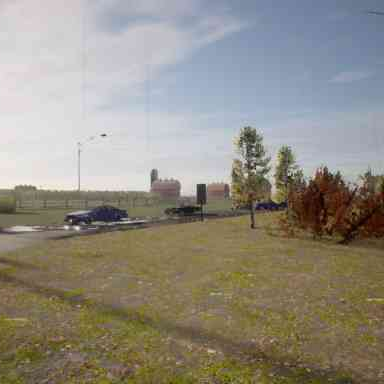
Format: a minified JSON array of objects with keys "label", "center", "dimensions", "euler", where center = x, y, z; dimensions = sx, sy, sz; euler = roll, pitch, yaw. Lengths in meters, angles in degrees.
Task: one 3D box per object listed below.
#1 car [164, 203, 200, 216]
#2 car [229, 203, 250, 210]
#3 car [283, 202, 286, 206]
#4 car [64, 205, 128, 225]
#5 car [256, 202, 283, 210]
[{"label":"car","center":[-1.081,1.929,36.986],"dimensions":[1.895,1.301,4.718],"euler":[-1,-1,32]},{"label":"car","center":[7.348,1.990,50.517],"dimensions":[1.837,1.490,4.892],"euler":[-1,-2,32]},{"label":"car","center":[16.934,2.059,59.313],"dimensions":[1.812,1.442,4.674],"euler":[-1,-1,31]},{"label":"car","center":[-7.507,1.763,26.737],"dimensions":[2.033,1.411,5.357],"euler":[-1,-1,32]},{"label":"car","center":[11.453,1.649,50.322],"dimensions":[2.150,2.045,5.566],"euler":[-1,-1,32]}]
